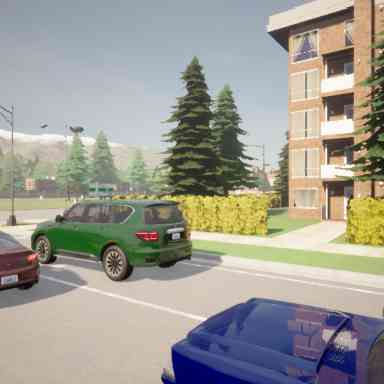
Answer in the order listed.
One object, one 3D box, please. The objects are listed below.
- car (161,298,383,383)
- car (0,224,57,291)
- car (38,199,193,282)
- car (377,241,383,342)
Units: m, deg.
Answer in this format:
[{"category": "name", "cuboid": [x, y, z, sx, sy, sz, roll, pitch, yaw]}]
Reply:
[{"category": "car", "cuboid": [2.054, 1.601, 2.531, 4.718, 1.301, 1.895, 0, 0, 35]}, {"category": "car", "cuboid": [-5.385, 1.526, 7.779, 4.674, 1.442, 1.812, 0, 0, 36]}, {"category": "car", "cuboid": [-2.580, 1.221, 10.071, 5.566, 2.045, 2.150, 0, 0, 36]}, {"category": "car", "cuboid": [5.091, 1.564, 4.665, 4.181, 1.385, 1.994, 0, 0, 35]}]
